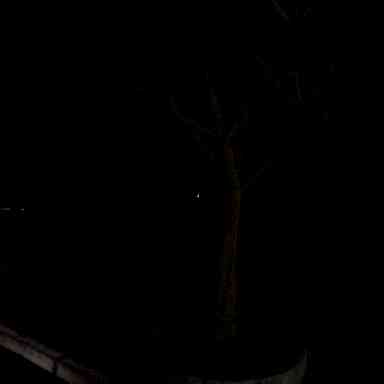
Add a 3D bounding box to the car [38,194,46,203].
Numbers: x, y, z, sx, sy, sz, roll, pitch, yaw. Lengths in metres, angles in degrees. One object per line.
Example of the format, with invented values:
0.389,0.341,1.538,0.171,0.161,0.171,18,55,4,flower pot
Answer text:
-19.538,1.052,41.474,2.097,1.767,4.553,1,0,32,car
